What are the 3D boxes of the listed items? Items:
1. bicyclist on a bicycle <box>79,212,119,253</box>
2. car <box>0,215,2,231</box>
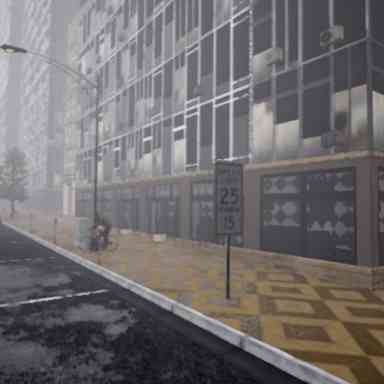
[{"bbox_3d":[-3.718,1.633,13.404,1.656,1.620,0.582,2,-2,-36],"label":"bicyclist on a bicycle"},{"bbox_3d":[-14.473,1.960,23.412,2.008,1.369,4.403,4,-3,-36],"label":"car"}]
